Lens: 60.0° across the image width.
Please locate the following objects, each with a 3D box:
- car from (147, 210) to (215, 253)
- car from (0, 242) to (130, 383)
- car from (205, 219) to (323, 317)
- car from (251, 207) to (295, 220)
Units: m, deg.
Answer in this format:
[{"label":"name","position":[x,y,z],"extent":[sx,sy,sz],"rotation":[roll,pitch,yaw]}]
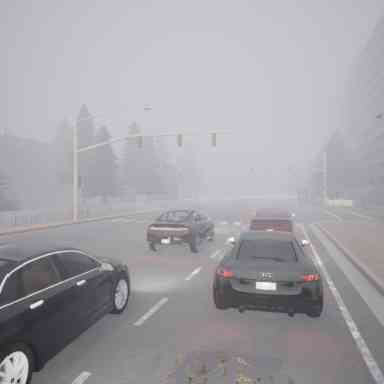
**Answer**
[{"label":"car","position":[-0.296,1.492,13.836],"extent":[2.128,1.511,4.902],"rotation":[0,0,15]},{"label":"car","position":[-2.449,1.505,4.864],"extent":[1.837,1.490,4.892],"rotation":[0,0,10]},{"label":"car","position":[1.718,1.564,7.599],"extent":[1.994,1.385,4.181],"rotation":[0,0,13]},{"label":"car","position":[3.968,1.478,16.263],"extent":[1.882,1.535,5.008],"rotation":[0,0,17]}]
